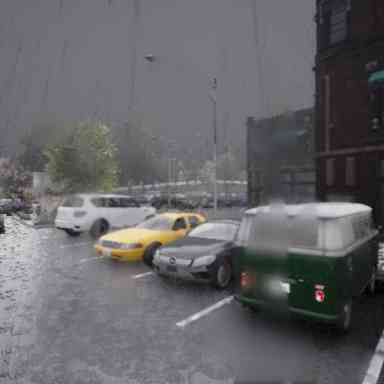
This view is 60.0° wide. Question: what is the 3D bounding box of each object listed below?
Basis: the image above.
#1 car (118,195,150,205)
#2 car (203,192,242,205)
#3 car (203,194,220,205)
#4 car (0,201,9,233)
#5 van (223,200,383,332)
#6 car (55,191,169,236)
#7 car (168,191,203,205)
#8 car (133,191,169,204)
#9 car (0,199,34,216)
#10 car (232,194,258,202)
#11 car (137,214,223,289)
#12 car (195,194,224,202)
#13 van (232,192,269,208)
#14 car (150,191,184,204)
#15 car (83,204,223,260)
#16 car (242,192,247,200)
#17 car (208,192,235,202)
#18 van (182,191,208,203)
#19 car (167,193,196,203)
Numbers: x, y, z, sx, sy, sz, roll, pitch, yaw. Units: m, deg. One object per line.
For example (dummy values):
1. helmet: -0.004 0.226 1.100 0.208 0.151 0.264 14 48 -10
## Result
1. car: -9.270 1.205 52.987 4.792 1.488 2.163 -1 0 35
2. car: 2.764 0.998 40.723 5.566 2.045 2.435 1 1 35
3. car: 0.334 1.287 39.023 4.792 1.488 2.163 1 1 35
4. car: -11.265 1.414 17.983 1.812 1.442 4.674 0 0 -34
5. van: 2.653 1.219 6.877 1.878 1.987 4.442 0 0 37
6. car: -4.039 1.130 16.828 2.435 2.045 5.566 0 0 36
7. car: -2.035 1.015 37.318 5.566 2.045 2.435 1 1 35
8. car: -6.793 0.916 54.720 5.566 2.045 2.435 -1 0 35
9. car: -16.379 1.364 29.961 2.033 1.411 5.357 0 0 2
10. car: 10.610 1.134 66.798 4.792 1.488 2.163 -1 -1 35
11. car: 0.935 1.468 9.288 2.002 1.452 4.674 1 0 36
12. car: 3.147 1.133 61.637 4.892 1.521 2.231 -1 -1 35
13. van: 7.742 1.009 44.034 4.442 1.987 1.878 1 1 35
14. car: -4.260 0.907 56.437 5.566 2.045 2.435 -1 -1 35
15. car: -0.839 1.408 11.642 1.946 1.575 5.366 1 0 36
16. car: 5.192 0.989 42.415 5.566 2.045 2.435 1 1 35
17. car: 5.649 0.997 63.329 4.553 1.767 2.185 -1 0 35
18. van: 0.572 0.916 59.965 4.442 1.987 1.878 -1 0 35
19. car: -1.831 1.025 58.197 4.553 1.767 2.185 -1 -1 35
